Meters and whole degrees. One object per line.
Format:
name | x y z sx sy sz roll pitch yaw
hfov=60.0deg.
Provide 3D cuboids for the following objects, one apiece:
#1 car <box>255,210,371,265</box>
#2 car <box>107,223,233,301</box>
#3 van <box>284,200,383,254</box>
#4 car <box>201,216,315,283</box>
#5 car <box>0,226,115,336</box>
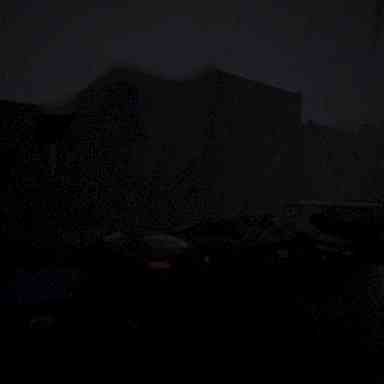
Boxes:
car | 3.184 1.567 11.725 2.231 1.521 4.892 1 0 -36
car | -1.343 1.554 8.485 2.002 1.452 4.674 1 0 -35
van | 5.489 1.367 13.504 1.878 1.987 4.442 1 0 -35
car | 0.905 1.570 10.127 2.163 1.488 4.792 1 0 -35
car | -3.593 1.518 6.847 2.163 1.488 4.792 1 0 -35
